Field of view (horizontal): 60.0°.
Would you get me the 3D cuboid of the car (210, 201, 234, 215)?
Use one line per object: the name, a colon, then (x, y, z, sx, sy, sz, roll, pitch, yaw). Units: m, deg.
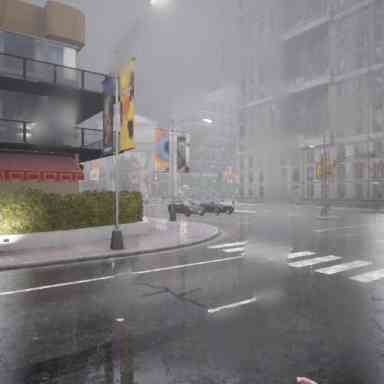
car: (2.204, 1.601, 34.094, 1.895, 1.301, 4.718, 0, 0, -35)

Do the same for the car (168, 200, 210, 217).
car: (-0.647, 1.526, 32.065, 1.812, 1.442, 4.674, 0, 0, -35)
